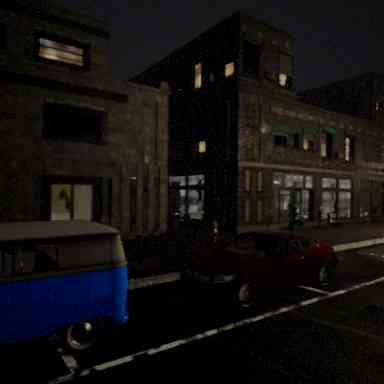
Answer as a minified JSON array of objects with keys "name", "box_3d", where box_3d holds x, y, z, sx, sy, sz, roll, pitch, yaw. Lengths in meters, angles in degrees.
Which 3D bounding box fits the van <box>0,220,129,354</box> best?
[{"name":"van","box_3d":[-2.857,1.342,4.503,3.998,1.788,1.690,0,1,-35]}]

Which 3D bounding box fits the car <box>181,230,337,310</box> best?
[{"name":"car","box_3d":[1.737,1.584,7.783,4.206,1.307,1.802,0,1,-35]}]
